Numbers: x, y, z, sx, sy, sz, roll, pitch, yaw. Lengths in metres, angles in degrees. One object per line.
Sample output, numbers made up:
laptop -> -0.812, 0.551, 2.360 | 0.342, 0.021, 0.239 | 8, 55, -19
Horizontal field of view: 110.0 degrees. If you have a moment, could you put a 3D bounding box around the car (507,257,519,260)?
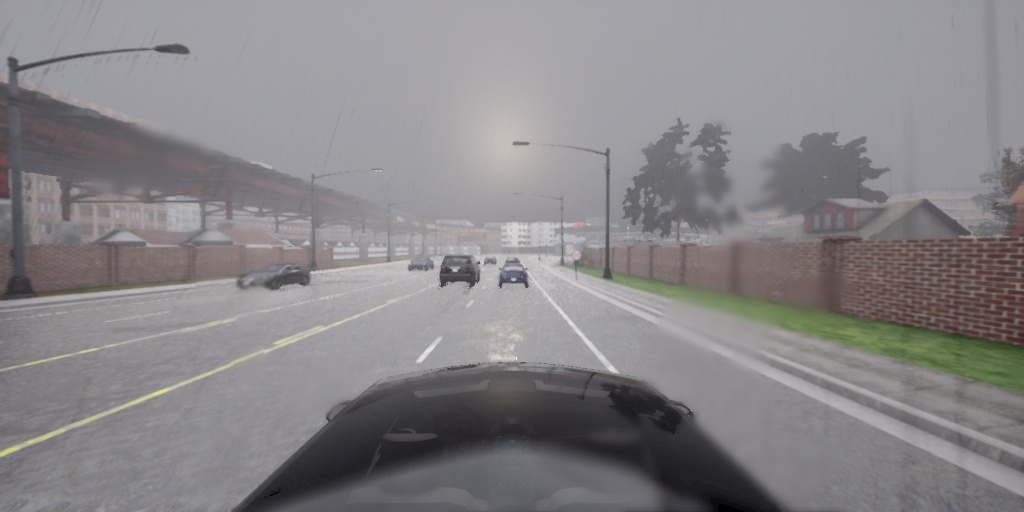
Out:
car -> 0.097, 0.875, 44.928 | 1.882, 1.535, 5.008 | 0, 1, 0

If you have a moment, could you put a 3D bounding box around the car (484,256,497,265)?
car -> -3.405, 0.712, 57.831 | 1.895, 1.301, 4.718 | 0, 1, 0

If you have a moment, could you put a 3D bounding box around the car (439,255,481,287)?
car -> -3.402, 0.937, 24.118 | 2.150, 2.045, 5.566 | 0, 0, 0

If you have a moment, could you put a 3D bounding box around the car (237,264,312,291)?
car -> -14.083, 1.220, 21.553 | 2.128, 1.511, 4.902 | 0, 0, 0

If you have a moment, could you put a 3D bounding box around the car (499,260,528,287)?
car -> 0.098, 1.240, 24.139 | 1.812, 1.442, 4.674 | 0, 0, 0

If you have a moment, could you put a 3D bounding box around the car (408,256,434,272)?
car -> -10.508, 0.819, 41.447 | 2.097, 1.767, 4.553 | 0, 1, 0
